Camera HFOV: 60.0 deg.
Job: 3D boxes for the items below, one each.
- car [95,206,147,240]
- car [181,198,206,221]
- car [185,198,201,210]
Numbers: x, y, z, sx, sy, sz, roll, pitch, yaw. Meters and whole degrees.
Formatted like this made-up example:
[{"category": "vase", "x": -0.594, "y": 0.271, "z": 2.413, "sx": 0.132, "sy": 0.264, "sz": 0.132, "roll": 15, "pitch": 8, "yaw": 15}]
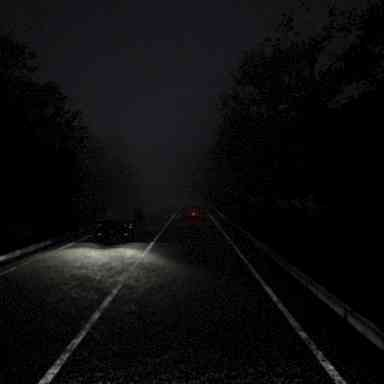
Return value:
[{"category": "car", "x": -3.513, "y": 1.492, "z": 17.154, "sx": 1.882, "sy": 1.535, "sz": 5.008, "roll": 0, "pitch": 0, "yaw": 0}, {"category": "car", "x": 0.116, "y": 1.500, "z": 27.680, "sx": 1.882, "sy": 1.535, "sz": 5.008, "roll": 0, "pitch": 0, "yaw": 0}, {"category": "car", "x": 0.122, "y": 1.566, "z": 44.525, "sx": 2.033, "sy": 1.411, "sz": 5.357, "roll": 0, "pitch": 0, "yaw": 0}]
